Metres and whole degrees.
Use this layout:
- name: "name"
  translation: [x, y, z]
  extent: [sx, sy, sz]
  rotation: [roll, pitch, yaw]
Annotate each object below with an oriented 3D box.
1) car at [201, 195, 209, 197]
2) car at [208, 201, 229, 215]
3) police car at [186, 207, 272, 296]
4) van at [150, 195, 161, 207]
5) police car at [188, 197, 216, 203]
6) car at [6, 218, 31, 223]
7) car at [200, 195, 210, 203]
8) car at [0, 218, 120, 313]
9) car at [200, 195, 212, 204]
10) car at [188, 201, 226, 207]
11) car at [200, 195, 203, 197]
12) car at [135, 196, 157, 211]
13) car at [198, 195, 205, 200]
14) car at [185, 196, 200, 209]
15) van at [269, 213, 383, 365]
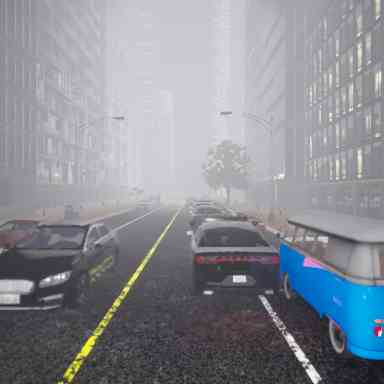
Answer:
- name: "car"
  translation: [2.626, 1.545, 45.538]
  extent: [2.008, 1.369, 4.403]
  rotation: [0, 0, 0]
- name: "car"
  translation: [2.642, 1.582, 34.154]
  extent: [1.802, 1.307, 4.206]
  rotation: [0, 0, 0]
- name: "police car"
  translation: [0.888, 1.425, 8.818]
  extent: [1.930, 1.638, 5.238]
  rotation: [0, 0, 0]
- name: "van"
  translation: [-5.762, 1.330, 51.223]
  extent: [1.690, 1.788, 3.998]
  rotation: [0, 0, 0]
- name: "police car"
  translation: [0.865, 1.425, 24.818]
  extent: [1.930, 1.638, 5.238]
  rotation: [0, 0, 0]
- name: "car"
  translation: [-5.707, 1.582, 11.375]
  extent: [1.802, 1.307, 4.206]
  rotation: [0, 0, 0]
- name: "car"
  translation: [2.594, 1.403, 68.308]
  extent: [1.967, 1.590, 4.097]
  rotation: [0, 0, 0]
- name: "car"
  translation: [-3.011, 1.491, 7.920]
  extent: [2.128, 1.511, 4.902]
  rotation: [0, 0, 0]
- name: "car"
  translation: [2.603, 1.412, 62.616]
  extent: [1.967, 1.590, 4.097]
  rotation: [0, 0, 0]
- name: "car"
  translation: [0.874, 1.478, 18.708]
  extent: [1.882, 1.535, 5.008]
  rotation: [0, 0, 0]
- name: "car"
  translation: [2.618, 1.539, 51.231]
  extent: [2.008, 1.369, 4.403]
  rotation: [0, 0, 0]
- name: "car"
  translation: [-5.746, 1.549, 39.838]
  extent: [2.008, 1.369, 4.403]
  rotation: [0, 0, 0]
- name: "car"
  translation: [2.563, 1.465, 91.078]
  extent: [1.887, 1.381, 4.507]
  rotation: [0, 0, 0]
- name: "car"
  translation: [-0.053, 1.595, 45.785]
  extent: [1.895, 1.301, 4.718]
  rotation: [0, 0, 0]
- name: "van"
  translation: [2.682, 1.341, 5.692]
  extent: [1.690, 1.788, 3.998]
  rotation: [0, 0, 0]
